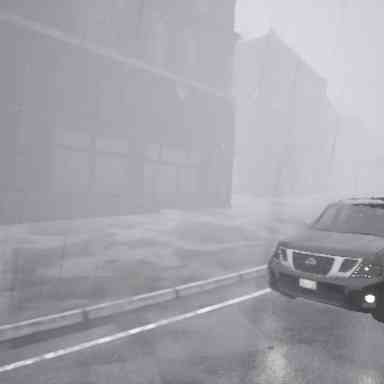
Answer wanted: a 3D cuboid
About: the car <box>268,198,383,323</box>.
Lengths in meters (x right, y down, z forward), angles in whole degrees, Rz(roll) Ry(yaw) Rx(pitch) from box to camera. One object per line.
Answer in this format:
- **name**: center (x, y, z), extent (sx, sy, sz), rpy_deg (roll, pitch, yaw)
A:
- **car**: center (4.047, 1.180, 7.482), extent (5.566, 2.045, 2.150), rpy_deg (-1, 1, -41)
